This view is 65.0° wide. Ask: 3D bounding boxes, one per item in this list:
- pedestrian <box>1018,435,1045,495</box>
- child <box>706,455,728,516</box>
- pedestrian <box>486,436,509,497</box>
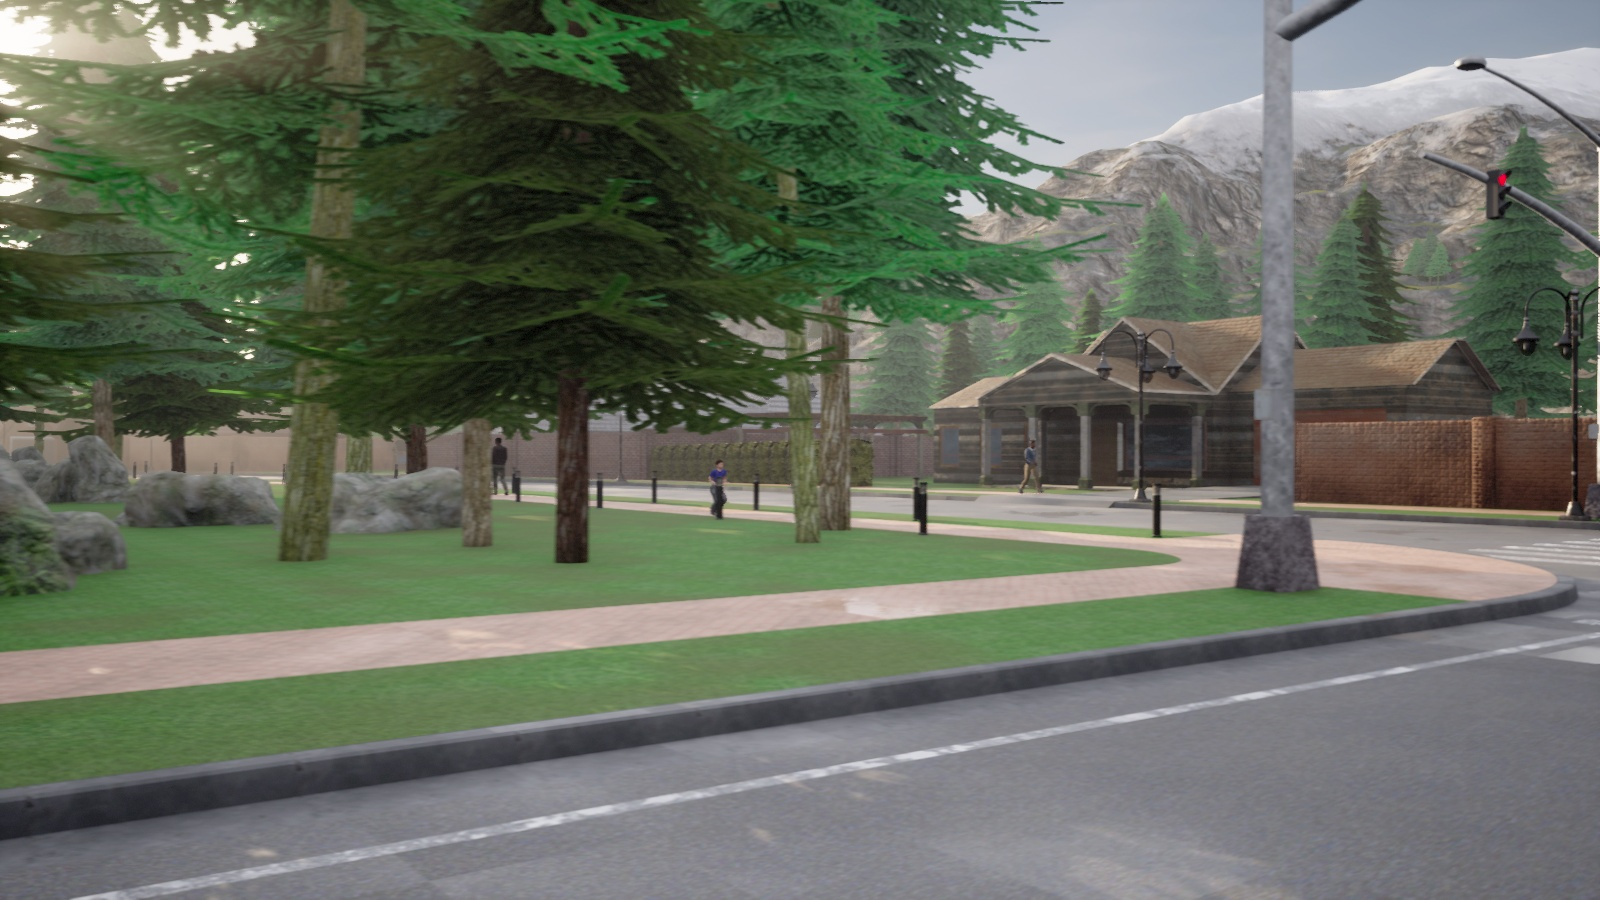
[{"bbox_3d":[7.555,0.480,40.938,0.423,1.949,0.788,0,0,-35],"label":"pedestrian"},{"bbox_3d":[-1.730,0.734,26.279,0.270,1.263,0.437,0,0,-36],"label":"child"},{"bbox_3d":[-9.208,0.499,38.244,0.431,1.840,0.703,0,0,-39],"label":"pedestrian"}]
